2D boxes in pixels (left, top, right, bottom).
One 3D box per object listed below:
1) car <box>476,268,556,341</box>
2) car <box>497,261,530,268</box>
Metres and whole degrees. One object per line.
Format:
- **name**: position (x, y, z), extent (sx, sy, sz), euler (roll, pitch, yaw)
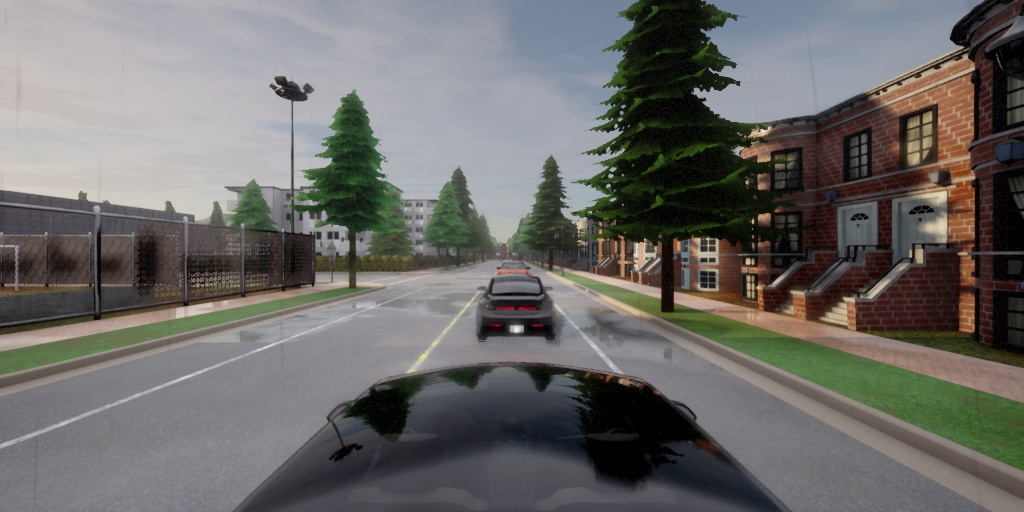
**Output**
- **car**: position (0.092, 1.256, 9.865), extent (1.837, 1.490, 4.892), euler (0, 0, 0)
- **car**: position (0.078, 1.100, 23.103), extent (2.097, 1.767, 4.553), euler (0, 0, 0)
